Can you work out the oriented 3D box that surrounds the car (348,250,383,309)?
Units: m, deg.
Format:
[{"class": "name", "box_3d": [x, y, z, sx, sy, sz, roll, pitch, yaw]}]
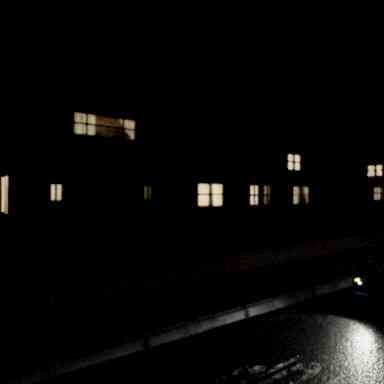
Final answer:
[{"class": "car", "box_3d": [5.515, 1.531, 7.002, 5.357, 1.411, 2.033, 0, 0, -35]}]
